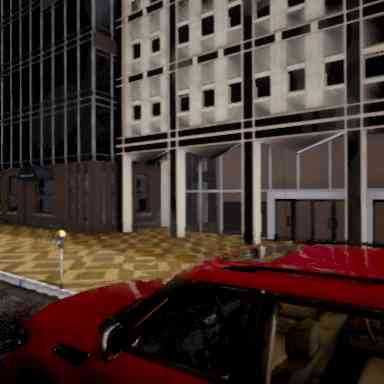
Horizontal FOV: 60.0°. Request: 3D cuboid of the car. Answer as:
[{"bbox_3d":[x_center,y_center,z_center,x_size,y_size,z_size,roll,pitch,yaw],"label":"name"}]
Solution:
[{"bbox_3d":[0.709,1.316,2.374,5.009,1.841,2.192,0,0,36],"label":"car"}]
